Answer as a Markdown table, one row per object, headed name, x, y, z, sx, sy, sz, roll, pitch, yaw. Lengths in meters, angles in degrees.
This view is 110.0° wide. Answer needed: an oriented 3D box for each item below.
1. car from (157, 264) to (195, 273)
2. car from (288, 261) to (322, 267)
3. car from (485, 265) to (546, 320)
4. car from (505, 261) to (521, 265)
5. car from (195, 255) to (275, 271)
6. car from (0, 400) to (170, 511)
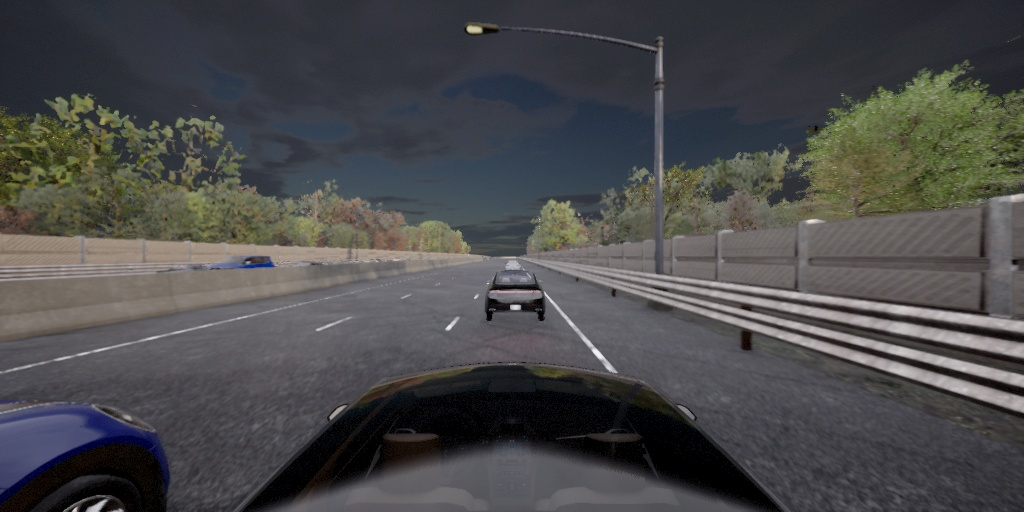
| name | x | y | z | sx | sy | sz | roll | pitch | yaw |
| --- | --- | --- | --- | --- | --- | --- | --- | --- | --- |
| car | -24.593 | 1.316 | 27.334 | 1.994 | 1.385 | 4.181 | 0 | 0 | 0 |
| car | -17.593 | 1.230 | 30.434 | 1.882 | 1.535 | 5.008 | 0 | 0 | 0 |
| car | 0.101 | 1.243 | 12.578 | 2.128 | 1.511 | 4.902 | 0 | 0 | 0 |
| car | 0.101 | 1.280 | 44.383 | 1.812 | 1.442 | 4.674 | 0 | 0 | 0 |
| car | -21.095 | 0.974 | 28.026 | 2.150 | 2.045 | 5.566 | 0 | 0 | 0 |
| car | -3.400 | 1.101 | 0.550 | 2.097 | 1.767 | 4.553 | 0 | 0 | 0 |
